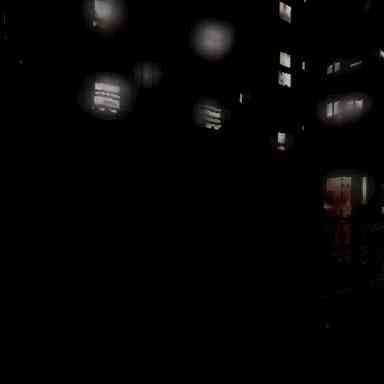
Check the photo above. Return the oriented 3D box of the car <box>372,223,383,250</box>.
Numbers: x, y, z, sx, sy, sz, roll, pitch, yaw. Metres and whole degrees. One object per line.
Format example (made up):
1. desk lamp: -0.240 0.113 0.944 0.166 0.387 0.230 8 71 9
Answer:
1. car: 8.709 1.552 12.906 4.403 1.369 2.008 0 1 -35
